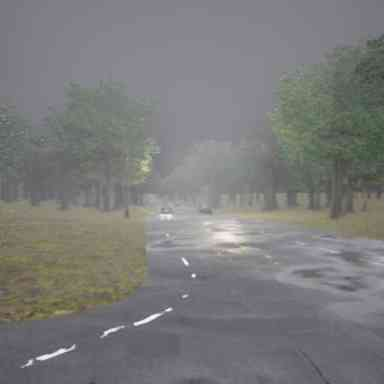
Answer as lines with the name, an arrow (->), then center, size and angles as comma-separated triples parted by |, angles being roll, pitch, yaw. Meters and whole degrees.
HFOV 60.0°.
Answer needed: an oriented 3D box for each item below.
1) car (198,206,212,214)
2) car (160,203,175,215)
car -> 2.224, 3.102, 58.261 | 1.812, 1.442, 4.674 | 0, -1, -8
car -> -4.509, 3.163, 58.589 | 2.128, 1.511, 4.902 | -1, -1, -4
